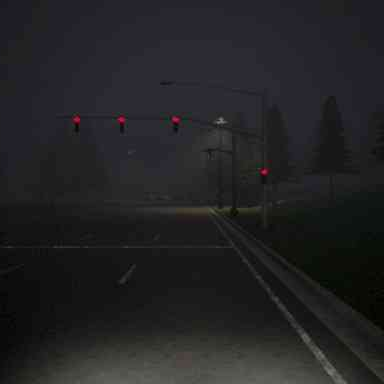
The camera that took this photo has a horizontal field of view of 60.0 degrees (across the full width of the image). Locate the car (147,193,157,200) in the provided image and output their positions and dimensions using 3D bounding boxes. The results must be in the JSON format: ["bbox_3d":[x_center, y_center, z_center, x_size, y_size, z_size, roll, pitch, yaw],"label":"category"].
[{"bbox_3d":[-10.500,1.186,88.193,2.097,1.767,4.553,0,0,0],"label":"car"}]

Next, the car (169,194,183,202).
[{"bbox_3d":[-3.500,1.454,74.888,1.994,1.385,4.181,0,0,0],"label":"car"}]

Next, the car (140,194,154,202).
[{"bbox_3d":[-10.500,1.423,74.472,2.033,1.411,5.357,0,0,0],"label":"car"}]

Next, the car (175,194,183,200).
[{"bbox_3d":[-3.500,1.309,88.223,1.882,1.535,5.008,0,0,0],"label":"car"}]

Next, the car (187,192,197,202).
[{"bbox_3d":[0.000,1.109,74.502,2.150,2.045,5.566,0,0,0],"label":"car"}]

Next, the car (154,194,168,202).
[{"bbox_3d":[-7.000,1.496,74.918,1.895,1.301,4.718,0,0,0],"label":"car"}]
